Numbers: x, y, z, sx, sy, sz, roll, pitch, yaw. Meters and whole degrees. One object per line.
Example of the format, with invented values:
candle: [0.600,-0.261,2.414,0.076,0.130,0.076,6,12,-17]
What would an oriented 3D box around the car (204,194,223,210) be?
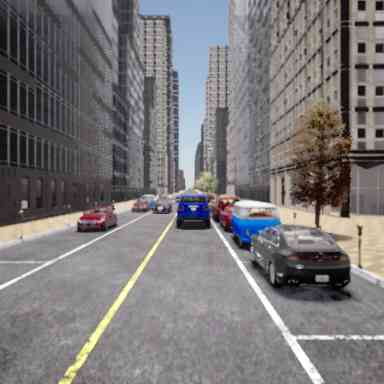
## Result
car: [2.690,1.268,43.243,2.192,1.841,5.009,0,0,0]

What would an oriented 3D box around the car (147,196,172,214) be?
car: [-3.094,1.457,35.012,2.128,1.511,4.902,0,0,0]

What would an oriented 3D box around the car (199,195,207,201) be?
car: [2.691,1.403,83.126,1.887,1.381,4.507,0,0,0]

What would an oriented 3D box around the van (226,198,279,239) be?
van: [2.690,1.334,14.756,1.690,1.788,3.998,0,0,0]

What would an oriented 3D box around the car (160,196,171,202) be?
car: [-5.690,1.459,71.732,1.947,1.339,4.313,0,0,0]

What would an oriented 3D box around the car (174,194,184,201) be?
car: [-3.001,1.248,76.400,2.128,1.511,4.902,0,0,0]

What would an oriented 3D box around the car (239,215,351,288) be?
car: [2.690,1.548,9.059,2.008,1.369,4.403,0,0,0]

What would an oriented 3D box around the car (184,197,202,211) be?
car: [0.098,1.447,41.179,2.128,1.511,4.902,0,0,0]

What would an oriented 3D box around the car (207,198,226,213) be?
car: [2.690,1.487,37.714,1.752,1.417,4.829,0,0,0]

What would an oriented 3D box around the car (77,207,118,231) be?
car: [-5.690,1.569,20.455,1.802,1.307,4.206,0,0,0]

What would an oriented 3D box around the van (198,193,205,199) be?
van: [2.692,1.159,94.518,1.690,1.788,3.998,0,0,0]

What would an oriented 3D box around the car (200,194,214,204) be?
car: [2.691,1.236,60.333,2.192,1.841,5.009,0,0,0]

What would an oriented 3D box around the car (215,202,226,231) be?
car: [2.690,1.531,20.454,1.887,1.381,4.507,0,0,0]

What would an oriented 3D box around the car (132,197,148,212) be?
car: [-5.690,1.544,37.546,1.802,1.307,4.206,0,0,0]

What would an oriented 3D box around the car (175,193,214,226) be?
car: [0.096,1.197,23.035,2.150,2.045,5.566,0,-1,0]

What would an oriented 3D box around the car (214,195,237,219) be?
car: [2.690,1.293,26.151,2.192,1.841,5.009,0,0,0]

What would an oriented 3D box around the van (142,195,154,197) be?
van: [-5.690,1.295,43.244,1.690,1.788,3.998,0,0,0]
